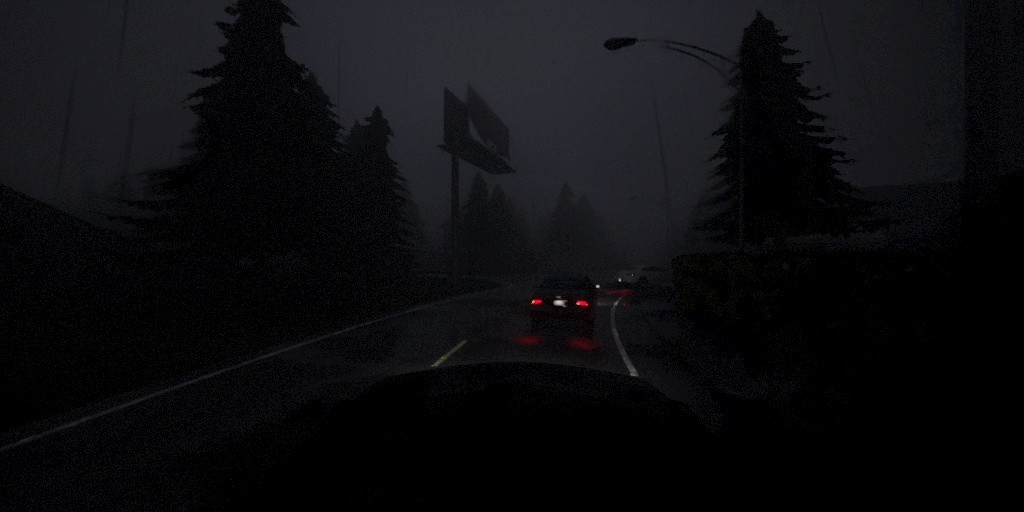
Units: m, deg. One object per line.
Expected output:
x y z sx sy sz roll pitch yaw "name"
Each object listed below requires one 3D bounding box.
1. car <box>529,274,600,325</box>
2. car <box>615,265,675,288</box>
1.874 1.291 11.959 2.033 1.411 5.357 0 0 14 "car"
8.909 1.266 23.199 4.674 1.442 1.812 0 -1 -21 "car"
